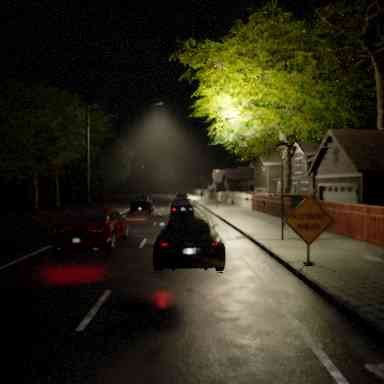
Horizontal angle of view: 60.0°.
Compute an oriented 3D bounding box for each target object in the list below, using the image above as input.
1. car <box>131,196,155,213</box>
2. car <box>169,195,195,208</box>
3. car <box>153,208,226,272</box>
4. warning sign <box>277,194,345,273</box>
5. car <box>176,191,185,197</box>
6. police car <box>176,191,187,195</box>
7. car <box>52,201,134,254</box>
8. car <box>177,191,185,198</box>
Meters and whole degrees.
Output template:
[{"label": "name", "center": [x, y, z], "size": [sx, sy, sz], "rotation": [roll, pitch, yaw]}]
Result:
[{"label": "car", "center": [-4.512, 1.111, 30.391], "size": [1.837, 1.490, 4.892], "rotation": [0, 1, -3]}, {"label": "car", "center": [-0.762, 1.211, 25.666], "size": [2.033, 1.411, 5.357], "rotation": [0, 1, -3]}, {"label": "car", "center": [-0.100, 1.428, 10.339], "size": [1.994, 1.385, 4.181], "rotation": [0, 1, -1]}, {"label": "warning sign", "center": [2.972, 1.001, 8.470], "size": [1.300, 1.860, 1.060], "rotation": [0, 1, -1]}, {"label": "car", "center": [-2.783, 0.466, 79.546], "size": [1.837, 1.490, 4.892], "rotation": [0, 1, -3]}, {"label": "police car", "center": [-1.898, 0.609, 63.683], "size": [1.930, 1.638, 5.238], "rotation": [0, 1, -3]}, {"label": "car", "center": [-3.668, 1.313, 12.797], "size": [1.882, 1.535, 5.008], "rotation": [0, 1, -2]}, {"label": "car", "center": [-2.460, 0.504, 73.746], "size": [1.801, 1.575, 5.366], "rotation": [0, 1, -3]}]
